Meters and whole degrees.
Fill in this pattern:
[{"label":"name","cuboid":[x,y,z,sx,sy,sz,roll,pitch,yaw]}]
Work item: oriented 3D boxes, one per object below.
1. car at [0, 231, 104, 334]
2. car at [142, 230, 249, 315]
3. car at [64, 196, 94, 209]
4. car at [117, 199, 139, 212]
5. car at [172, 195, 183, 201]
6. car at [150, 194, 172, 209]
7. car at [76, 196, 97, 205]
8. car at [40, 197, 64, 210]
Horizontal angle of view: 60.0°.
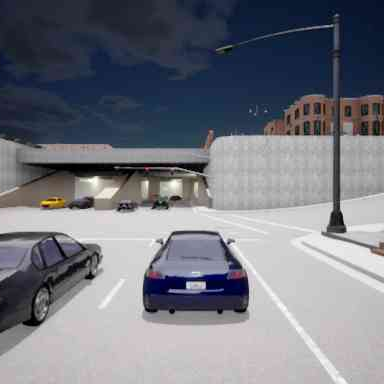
[{"label":"car","cuboid":[-3.426,1.547,6.977,2.033,1.411,5.357,0,0,0]},{"label":"car","cuboid":[0.075,1.563,7.676,1.994,1.385,4.181,0,0,0]},{"label":"car","cuboid":[-14.809,1.541,44.306,2.033,1.411,5.357,0,0,-1]},{"label":"car","cuboid":[-7.580,1.542,39.570,2.033,1.411,5.357,0,0,0]},{"label":"car","cuboid":[-3.731,1.514,80.685,1.812,1.442,4.674,0,0,17]},{"label":"car","cuboid":[-4.104,1.346,44.667,2.097,1.767,4.553,0,0,-2]},{"label":"car","cuboid":[-18.652,1.484,59.082,2.128,1.511,4.902,0,0,-1]},{"label":"car","cuboid":[-18.297,1.472,43.900,1.882,1.535,5.008,0,1,-1]}]
